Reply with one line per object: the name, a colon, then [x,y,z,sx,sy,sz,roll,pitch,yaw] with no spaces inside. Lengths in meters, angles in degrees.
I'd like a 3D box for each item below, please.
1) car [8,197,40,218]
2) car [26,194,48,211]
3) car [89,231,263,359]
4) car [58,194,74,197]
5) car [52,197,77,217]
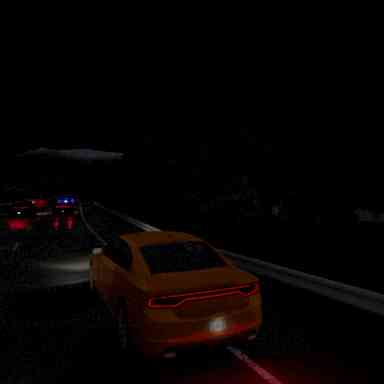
car: [-15.288,1.505,30.091,1.837,1.490,4.892,0,0,-20]
car: [-18.746,1.221,39.969,2.150,2.045,5.566,0,0,-19]
car: [-0.725,1.478,6.312,1.882,1.535,5.008,0,0,-25]
car: [-15.587,1.221,41.377,2.150,2.045,5.566,0,0,-19]
car: [-12.119,1.491,31.495,2.128,1.511,4.902,0,0,-19]
